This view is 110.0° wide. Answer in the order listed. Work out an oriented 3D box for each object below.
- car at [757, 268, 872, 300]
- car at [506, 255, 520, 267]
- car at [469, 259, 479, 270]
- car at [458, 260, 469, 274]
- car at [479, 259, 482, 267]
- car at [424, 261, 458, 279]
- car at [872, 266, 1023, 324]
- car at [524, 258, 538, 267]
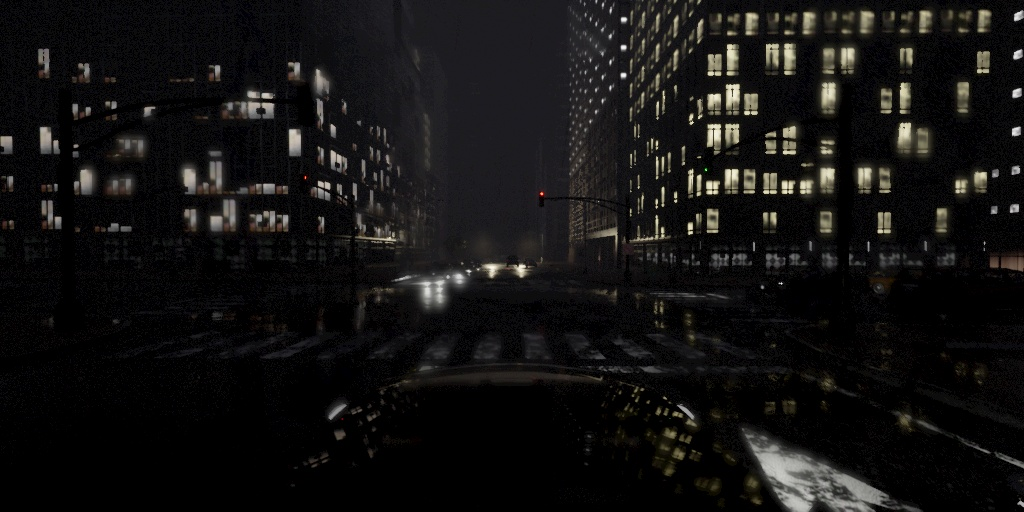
[{"bbox_3d":[15.279,1.357,18.270,4.902,1.511,2.128,1,1,2],"label":"car"},{"bbox_3d":[0.144,0.923,62.873,2.150,2.045,5.566,0,0,0],"label":"car"},{"bbox_3d":[-6.475,1.261,51.985,2.033,1.411,5.357,0,0,1],"label":"car"},{"bbox_3d":[-6.510,1.325,41.626,1.895,1.301,4.718,0,0,0],"label":"car"},{"bbox_3d":[-6.409,1.179,62.627,1.882,1.535,5.008,0,0,1],"label":"car"},{"bbox_3d":[-6.533,1.224,32.344,2.128,1.511,4.902,0,0,0],"label":"car"},{"bbox_3d":[16.215,1.281,12.439,5.009,1.841,2.192,0,0,1],"label":"car"},{"bbox_3d":[3.395,1.227,63.253,1.812,1.442,4.674,0,0,0],"label":"car"}]
